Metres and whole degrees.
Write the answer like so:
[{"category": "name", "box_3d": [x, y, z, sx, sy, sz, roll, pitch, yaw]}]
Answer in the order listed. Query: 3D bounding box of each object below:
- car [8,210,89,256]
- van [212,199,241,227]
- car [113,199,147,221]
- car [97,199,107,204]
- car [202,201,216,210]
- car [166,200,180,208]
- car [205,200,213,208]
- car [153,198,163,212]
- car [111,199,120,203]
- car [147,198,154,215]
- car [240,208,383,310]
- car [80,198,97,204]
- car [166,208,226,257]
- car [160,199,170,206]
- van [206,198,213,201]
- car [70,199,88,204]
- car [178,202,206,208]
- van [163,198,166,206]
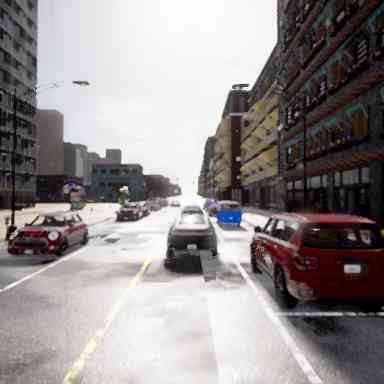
[{"category": "car", "box_3d": [-5.684, 1.583, 13.605, 1.967, 1.590, 4.097, 1, -1, 0]}, {"category": "van", "box_3d": [2.701, 1.598, 24.928, 1.690, 1.788, 3.998, 1, -1, 0]}, {"category": "car", "box_3d": [-5.654, 1.752, 30.541, 1.967, 1.590, 4.097, 1, -1, 0]}, {"category": "car", "box_3d": [-25.205, 2.593, 90.445, 4.313, 1.339, 1.947, 0, -1, 1]}, {"category": "car", "box_3d": [2.697, 2.091, 53.156, 1.947, 1.339, 4.313, 1, -1, 0]}, {"category": "car", "box_3d": [-3.040, 2.149, 61.628, 2.033, 1.411, 5.357, 0, -1, 1]}, {"category": "car", "box_3d": [2.698, 1.912, 36.220, 1.887, 1.381, 4.507, 1, -1, 0]}, {"category": "car", "box_3d": [-5.650, 2.018, 47.477, 1.887, 1.381, 4.507, 1, -1, 0]}, {"category": "car", "box_3d": [-19.723, 2.551, 90.371, 4.403, 1.369, 2.008, 0, -1, 1]}, {"category": "car", "box_3d": [-5.648, 1.807, 36.188, 1.967, 1.590, 4.097, 1, -1, 0]}, {"category": "car", "box_3d": [2.702, 1.400, 7.990, 2.192, 1.841, 5.009, 1, -1, 0]}, {"category": "car", "box_3d": [-26.382, 2.271, 81.826, 4.097, 1.590, 1.967, 0, -1, 1]}, {"category": "car", "box_3d": [0.021, 1.634, 13.512, 2.128, 1.511, 4.902, 0, 0, 1]}, {"category": "car", "box_3d": [-5.651, 2.222, 70.060, 1.887, 1.381, 4.507, 1, -1, 0]}, {"category": "van", "box_3d": [2.700, 1.815, 47.512, 1.690, 1.788, 3.998, 1, -1, 0]}, {"category": "car", "box_3d": [-30.684, 2.635, 90.519, 4.206, 1.307, 1.802, 0, -1, 1]}, {"category": "car", "box_3d": [0.021, 1.799, 28.500, 1.837, 1.490, 4.892, 0, 0, 1]}, {"category": "van", "box_3d": [-5.648, 1.866, 53.124, 1.690, 1.788, 3.998, 1, -1, 0]}]
